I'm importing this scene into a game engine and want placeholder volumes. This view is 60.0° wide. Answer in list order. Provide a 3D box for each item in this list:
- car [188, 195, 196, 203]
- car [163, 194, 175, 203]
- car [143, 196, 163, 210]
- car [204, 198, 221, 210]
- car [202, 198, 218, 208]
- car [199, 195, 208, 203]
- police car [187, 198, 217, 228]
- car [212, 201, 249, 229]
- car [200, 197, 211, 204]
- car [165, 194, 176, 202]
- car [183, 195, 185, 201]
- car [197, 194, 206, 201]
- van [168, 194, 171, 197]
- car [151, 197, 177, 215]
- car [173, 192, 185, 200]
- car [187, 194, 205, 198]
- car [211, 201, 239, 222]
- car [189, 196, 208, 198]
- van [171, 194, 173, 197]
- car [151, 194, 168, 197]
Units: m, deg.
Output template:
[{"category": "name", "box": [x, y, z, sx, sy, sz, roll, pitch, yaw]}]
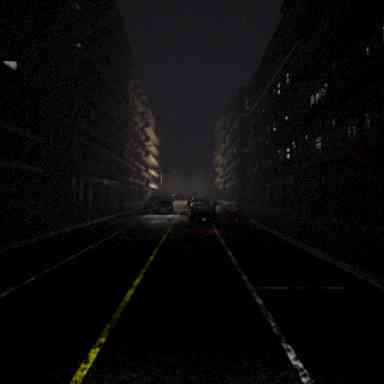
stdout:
[{"category": "car", "box": [0.011, 1.510, 72.885, 1.837, 1.490, 4.892, 0, 0, 0]}, {"category": "car", "box": [-5.279, 1.433, 76.860, 2.192, 1.841, 5.009, 1, 0, 0]}, {"category": "car", "box": [-5.289, 1.556, 43.507, 1.752, 1.417, 4.829, 2, 0, 0]}, {"category": "car", "box": [2.591, 1.576, 43.613, 1.887, 1.381, 4.507, 1, 0, 0]}, {"category": "car", "box": [2.591, 1.591, 49.144, 2.008, 1.369, 4.403, 1, 0, 0]}, {"category": "car", "box": [2.606, 1.557, 76.798, 1.967, 1.590, 4.097, 1, 0, 0]}, {"category": "police car", "box": [0.713, 1.428, 22.266, 1.930, 1.638, 5.238, 0, 0, 0]}, {"category": "car", "box": [2.588, 1.547, 21.490, 1.887, 1.381, 4.507, 1, 0, 0]}, {"category": "car", "box": [2.594, 1.626, 65.736, 1.887, 1.381, 4.507, 1, 0, 0]}, {"category": "car", "box": [-5.278, 1.453, 82.390, 2.192, 1.841, 5.009, 1, 0, 0]}, {"category": "car", "box": [0.009, 1.607, 57.878, 2.033, 1.411, 5.357, 0, 0, 0]}, {"category": "car", "box": [2.568, 1.473, 87.861, 2.192, 1.841, 5.009, 1, 0, 0]}, {"category": "van", "box": [-5.281, 1.407, 60.268, 1.690, 1.788, 3.998, 2, 0, 0]}, {"category": "car", "box": [-2.840, 1.542, 34.834, 1.812, 1.442, 4.674, 0, 0, 0]}, {"category": "car", "box": [-2.739, 1.058, 75.628, 2.150, 2.045, 5.566, 0, 0, 0]}, {"category": "car", "box": [0.830, 1.372, 38.133, 2.097, 1.767, 4.553, 0, 0, 0]}, {"category": "car", "box": [2.589, 1.532, 27.192, 1.752, 1.417, 4.829, 1, 0, 0]}, {"category": "car", "box": [0.830, 1.468, 32.352, 1.801, 1.575, 5.366, 0, 0, 0]}, {"category": "van", "box": [-5.282, 1.423, 65.800, 1.690, 1.788, 3.998, 1, 0, 0]}, {"category": "car", "box": [-5.282, 1.356, 49.209, 2.192, 1.841, 5.009, 2, 0, 0]}]
